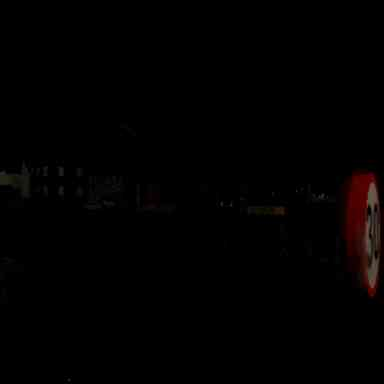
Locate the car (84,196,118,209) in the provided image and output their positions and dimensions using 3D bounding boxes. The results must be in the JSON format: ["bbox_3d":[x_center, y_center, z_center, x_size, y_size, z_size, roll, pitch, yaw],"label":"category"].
[{"bbox_3d":[-12.876,1.637,47.791,2.150,2.045,5.566,-1,-1,36],"label":"car"}]
